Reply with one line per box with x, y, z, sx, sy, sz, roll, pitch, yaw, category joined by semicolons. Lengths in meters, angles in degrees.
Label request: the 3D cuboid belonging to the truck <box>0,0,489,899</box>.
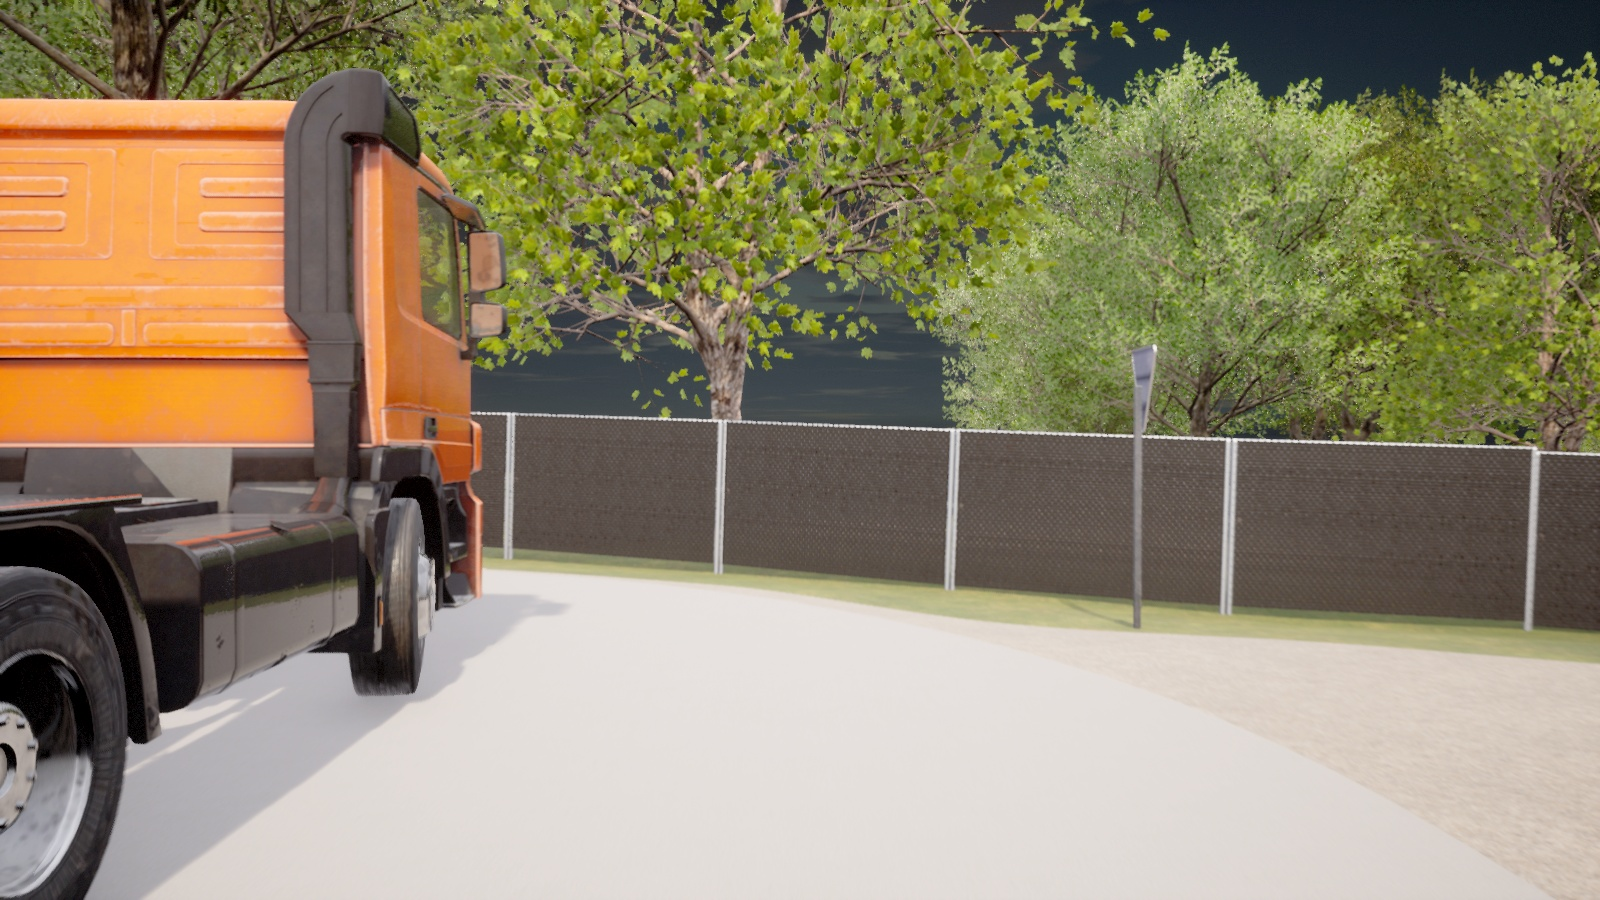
-3.555;-0.276;4.960;2.891;3.462;7.936;0;0;-2;truck
